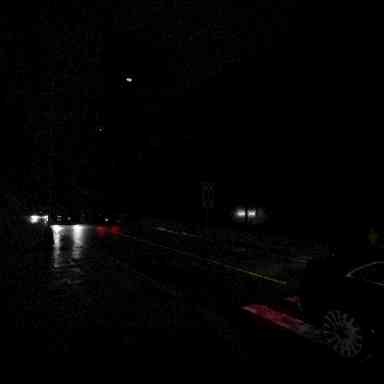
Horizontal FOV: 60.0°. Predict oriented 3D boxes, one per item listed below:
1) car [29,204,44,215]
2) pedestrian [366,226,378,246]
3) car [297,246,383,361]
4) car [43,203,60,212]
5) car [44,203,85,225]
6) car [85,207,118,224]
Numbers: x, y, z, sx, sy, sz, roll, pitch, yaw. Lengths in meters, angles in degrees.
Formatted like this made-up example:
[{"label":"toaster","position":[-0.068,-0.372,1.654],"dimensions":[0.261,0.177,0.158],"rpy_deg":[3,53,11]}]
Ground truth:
[{"label":"car","position":[-19.365,2.157,42.039],"dimensions":[1.895,1.301,4.718],"rpy_deg":[2,-2,-31]},{"label":"pedestrian","position":[5.990,1.709,10.973],"dimensions":[0.500,1.100,0.500],"rpy_deg":[1,0,-31]},{"label":"car","position":[3.499,1.513,3.728],"dimensions":[2.128,1.511,4.902],"rpy_deg":[1,-1,-31]},{"label":"car","position":[-21.962,2.390,51.907],"dimensions":[1.895,1.301,4.718],"rpy_deg":[2,-2,-31]},{"label":"car","position":[-10.422,1.797,26.954],"dimensions":[1.837,1.490,4.892],"rpy_deg":[2,-2,-31]},{"label":"car","position":[-7.988,1.965,28.609],"dimensions":[1.895,1.301,4.718],"rpy_deg":[2,-2,-31]}]
